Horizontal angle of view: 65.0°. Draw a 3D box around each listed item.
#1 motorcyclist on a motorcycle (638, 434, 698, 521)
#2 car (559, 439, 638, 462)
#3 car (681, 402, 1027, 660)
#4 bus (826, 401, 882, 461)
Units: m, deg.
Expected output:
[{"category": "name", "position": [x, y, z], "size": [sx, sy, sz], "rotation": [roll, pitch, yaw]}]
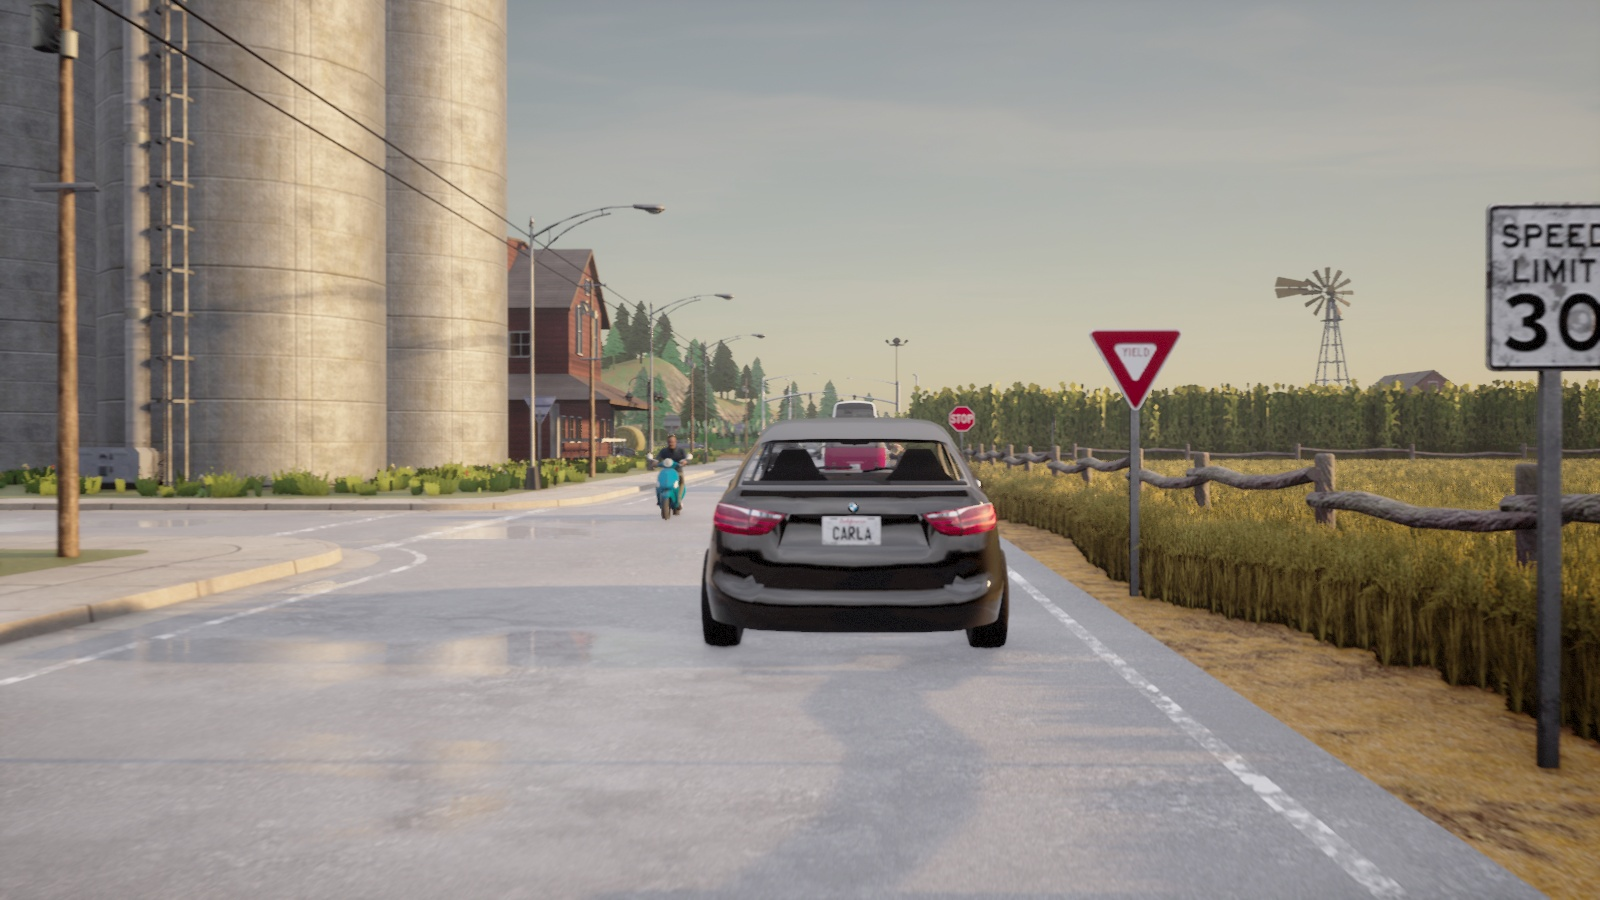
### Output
[{"category": "motorcyclist on a motorcycle", "position": [-2.485, 0.502, 23.846], "size": [0.866, 1.590, 1.817], "rotation": [0, 0, 2]}, {"category": "car", "position": [-13.349, 0.029, 83.312], "size": [4.892, 1.490, 1.837], "rotation": [0, 0, 2]}, {"category": "car", "position": [0.444, 0.505, 10.453], "size": [2.242, 1.667, 4.611], "rotation": [0, 0, 3]}, {"category": "bus", "position": [4.020, -1.397, 93.910], "size": [3.944, 4.253, 10.273], "rotation": [0, 0, 2]}]
